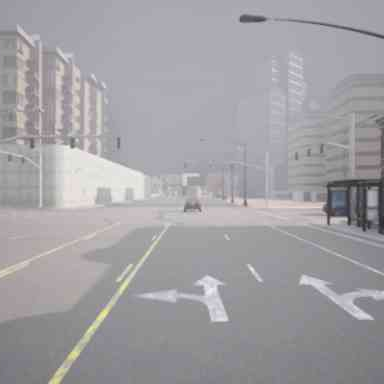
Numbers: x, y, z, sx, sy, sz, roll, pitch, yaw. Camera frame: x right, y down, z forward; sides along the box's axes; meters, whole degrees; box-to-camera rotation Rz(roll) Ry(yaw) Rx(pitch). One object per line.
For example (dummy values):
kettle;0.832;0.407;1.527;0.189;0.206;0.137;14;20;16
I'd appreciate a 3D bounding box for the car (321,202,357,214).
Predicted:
car;15.679;1.570;33.618;4.892;1.490;1.837;0;0;0

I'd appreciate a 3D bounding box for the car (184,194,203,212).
car;0.082;1.432;41.069;2.097;1.767;4.553;0;0;0
